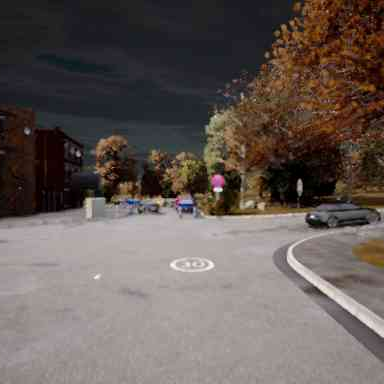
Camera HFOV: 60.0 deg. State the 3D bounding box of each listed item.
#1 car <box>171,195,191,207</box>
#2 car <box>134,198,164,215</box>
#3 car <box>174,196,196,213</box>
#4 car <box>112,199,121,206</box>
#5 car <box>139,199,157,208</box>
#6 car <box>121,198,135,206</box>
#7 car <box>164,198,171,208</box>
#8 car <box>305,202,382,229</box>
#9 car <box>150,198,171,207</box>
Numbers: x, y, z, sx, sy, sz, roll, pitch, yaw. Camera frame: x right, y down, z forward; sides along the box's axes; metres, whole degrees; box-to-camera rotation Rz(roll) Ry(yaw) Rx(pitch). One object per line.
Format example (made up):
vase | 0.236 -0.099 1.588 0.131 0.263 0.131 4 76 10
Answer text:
car | -1.003 1.366 43.204 2.435 2.045 5.566 0 -1 -7
car | -4.280 1.573 33.928 1.994 1.385 4.181 0 -1 0
car | -0.644 1.552 37.218 2.097 1.535 5.008 0 -1 -1
car | -15.754 2.234 73.429 4.892 1.521 2.231 -4 -2 42
car | -7.171 1.873 53.644 1.994 1.385 4.181 0 -1 -20
car | -11.928 2.052 68.993 2.097 1.535 5.008 -1 0 -41
car | -3.455 1.776 54.365 2.231 1.521 4.892 0 0 -18
car | 8.824 1.251 19.487 4.181 1.385 1.994 -4 1 -14
car | -5.659 1.851 59.665 2.097 1.535 5.008 -1 -1 -27
